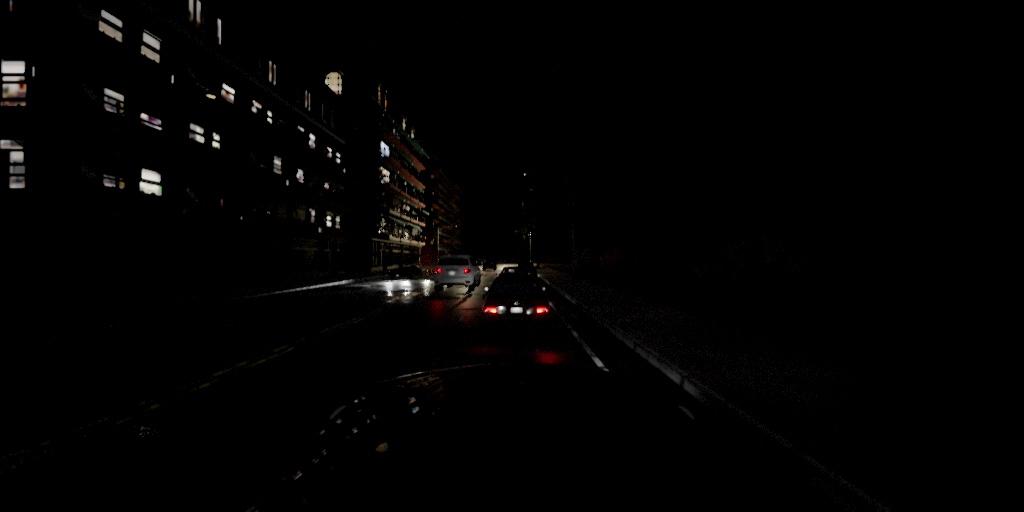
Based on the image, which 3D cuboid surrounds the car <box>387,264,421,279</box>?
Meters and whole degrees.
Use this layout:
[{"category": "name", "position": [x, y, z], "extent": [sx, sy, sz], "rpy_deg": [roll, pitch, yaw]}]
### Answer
[{"category": "car", "position": [-9.857, 1.368, 33.052], "extent": [1.895, 1.301, 4.718], "rpy_deg": [0, 0, 0]}]

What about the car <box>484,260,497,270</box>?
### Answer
[{"category": "car", "position": [-3.163, 1.261, 51.073], "extent": [2.128, 1.511, 4.902], "rpy_deg": [0, -1, 0]}]

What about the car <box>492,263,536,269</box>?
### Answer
[{"category": "car", "position": [0.096, 1.309, 21.210], "extent": [2.033, 1.411, 5.357], "rpy_deg": [0, 0, 0]}]

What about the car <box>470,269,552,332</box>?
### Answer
[{"category": "car", "position": [0.101, 1.303, 10.849], "extent": [2.033, 1.411, 5.357], "rpy_deg": [0, 0, 0]}]

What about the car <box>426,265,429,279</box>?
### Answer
[{"category": "car", "position": [-6.606, 1.245, 33.197], "extent": [1.882, 1.535, 5.008], "rpy_deg": [0, 0, 0]}]

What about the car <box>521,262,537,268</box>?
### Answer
[{"category": "car", "position": [1.132, 1.271, 30.978], "extent": [1.837, 1.490, 4.892], "rpy_deg": [0, 0, 0]}]

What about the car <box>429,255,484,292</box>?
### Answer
[{"category": "car", "position": [-3.154, 0.981, 21.579], "extent": [2.150, 2.045, 5.566], "rpy_deg": [0, 0, 0]}]
